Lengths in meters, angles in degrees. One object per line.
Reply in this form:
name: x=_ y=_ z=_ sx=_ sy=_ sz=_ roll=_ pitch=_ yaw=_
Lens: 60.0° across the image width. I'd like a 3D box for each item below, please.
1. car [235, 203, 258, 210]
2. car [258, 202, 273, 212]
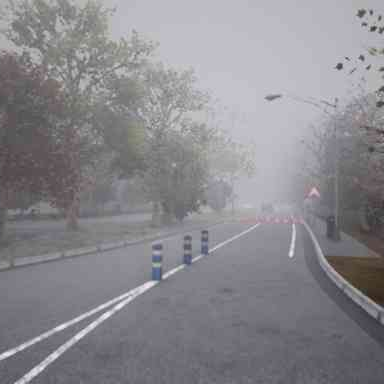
car: x=15.364 y=4.236 z=93.097 sx=5.366 sy=1.575 sz=1.946 roll=0 pitch=-3 yaw=16
car: x=15.679 y=3.094 z=69.586 sx=2.150 sy=2.045 sz=5.566 roll=0 pitch=-2 yaw=16
